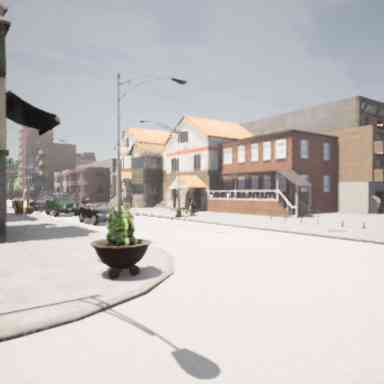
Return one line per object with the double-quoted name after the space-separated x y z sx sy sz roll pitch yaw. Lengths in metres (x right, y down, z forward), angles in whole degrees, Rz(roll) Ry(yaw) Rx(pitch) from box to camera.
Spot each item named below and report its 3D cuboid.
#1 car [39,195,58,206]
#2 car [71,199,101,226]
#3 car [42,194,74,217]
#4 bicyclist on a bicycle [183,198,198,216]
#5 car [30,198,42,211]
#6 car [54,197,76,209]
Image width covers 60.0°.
-23.842 1.384 55.212 2.097 1.767 4.553 0 0 -35 "car"
-6.689 1.492 23.899 2.128 1.511 4.902 0 0 -35 "car"
-12.578 1.237 32.218 2.150 2.045 5.566 0 0 -35 "car"
-0.105 1.317 29.132 1.656 1.620 0.582 -1 0 -35 "bicyclist on a bicycle"
-18.592 1.554 40.761 1.812 1.442 4.674 0 0 -35 "car"
-18.049 1.496 47.124 1.882 1.535 5.008 0 0 -35 "car"
